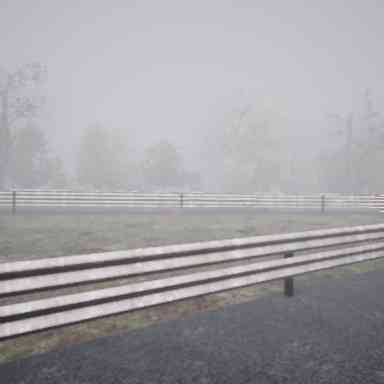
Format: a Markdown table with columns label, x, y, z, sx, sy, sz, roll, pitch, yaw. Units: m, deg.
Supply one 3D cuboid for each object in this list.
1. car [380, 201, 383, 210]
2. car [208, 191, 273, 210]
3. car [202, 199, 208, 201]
| label | x | y | z | sx | sy | sz | roll | pitch | yaw |
| --- | --- | --- | --- | --- | --- | --- | --- | --- | --- |
| car | 19.851 | 1.020 | 31.151 | 4.181 | 1.385 | 1.994 | 1 | 0 | -11 |
| car | 4.418 | 0.779 | 28.265 | 5.357 | 1.411 | 2.033 | 1 | 0 | -11 |
| car | 3.825 | 0.696 | 31.728 | 5.008 | 1.535 | 1.882 | 1 | 0 | -11 |
